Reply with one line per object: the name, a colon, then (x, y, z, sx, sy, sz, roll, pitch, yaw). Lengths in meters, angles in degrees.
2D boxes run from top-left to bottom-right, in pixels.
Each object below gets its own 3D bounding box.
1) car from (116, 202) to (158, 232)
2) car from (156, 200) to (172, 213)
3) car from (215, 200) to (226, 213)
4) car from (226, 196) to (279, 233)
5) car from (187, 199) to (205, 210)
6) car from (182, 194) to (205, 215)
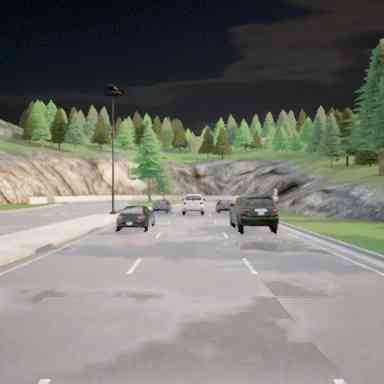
car: (-3.388, 1.550, 20.371, 1.812, 1.442, 4.674, 0, 0, 0)
car: (-3.333, 1.592, 37.459, 2.033, 1.411, 5.357, 0, 0, 2)
car: (3.683, 1.592, 37.606, 2.033, 1.411, 5.357, 0, 0, 1)
car: (3.600, 1.241, 19.992, 2.150, 2.045, 5.566, 0, -1, 0)
car: (0.561, 1.616, 43.938, 1.994, 1.385, 4.181, 0, 0, 5)
car: (0.134, 1.262, 34.586, 2.150, 2.045, 5.566, 0, 0, 0)
